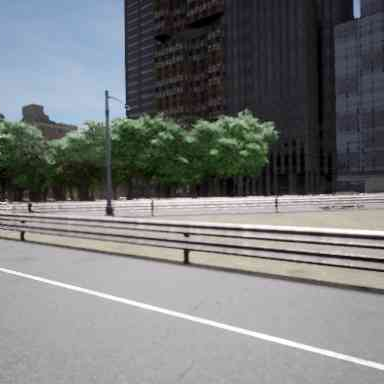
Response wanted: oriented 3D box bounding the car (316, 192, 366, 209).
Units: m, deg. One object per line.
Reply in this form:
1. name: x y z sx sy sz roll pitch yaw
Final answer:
1. car: 14.831 0.805 33.405 4.553 1.767 2.097 -1 -1 -6
